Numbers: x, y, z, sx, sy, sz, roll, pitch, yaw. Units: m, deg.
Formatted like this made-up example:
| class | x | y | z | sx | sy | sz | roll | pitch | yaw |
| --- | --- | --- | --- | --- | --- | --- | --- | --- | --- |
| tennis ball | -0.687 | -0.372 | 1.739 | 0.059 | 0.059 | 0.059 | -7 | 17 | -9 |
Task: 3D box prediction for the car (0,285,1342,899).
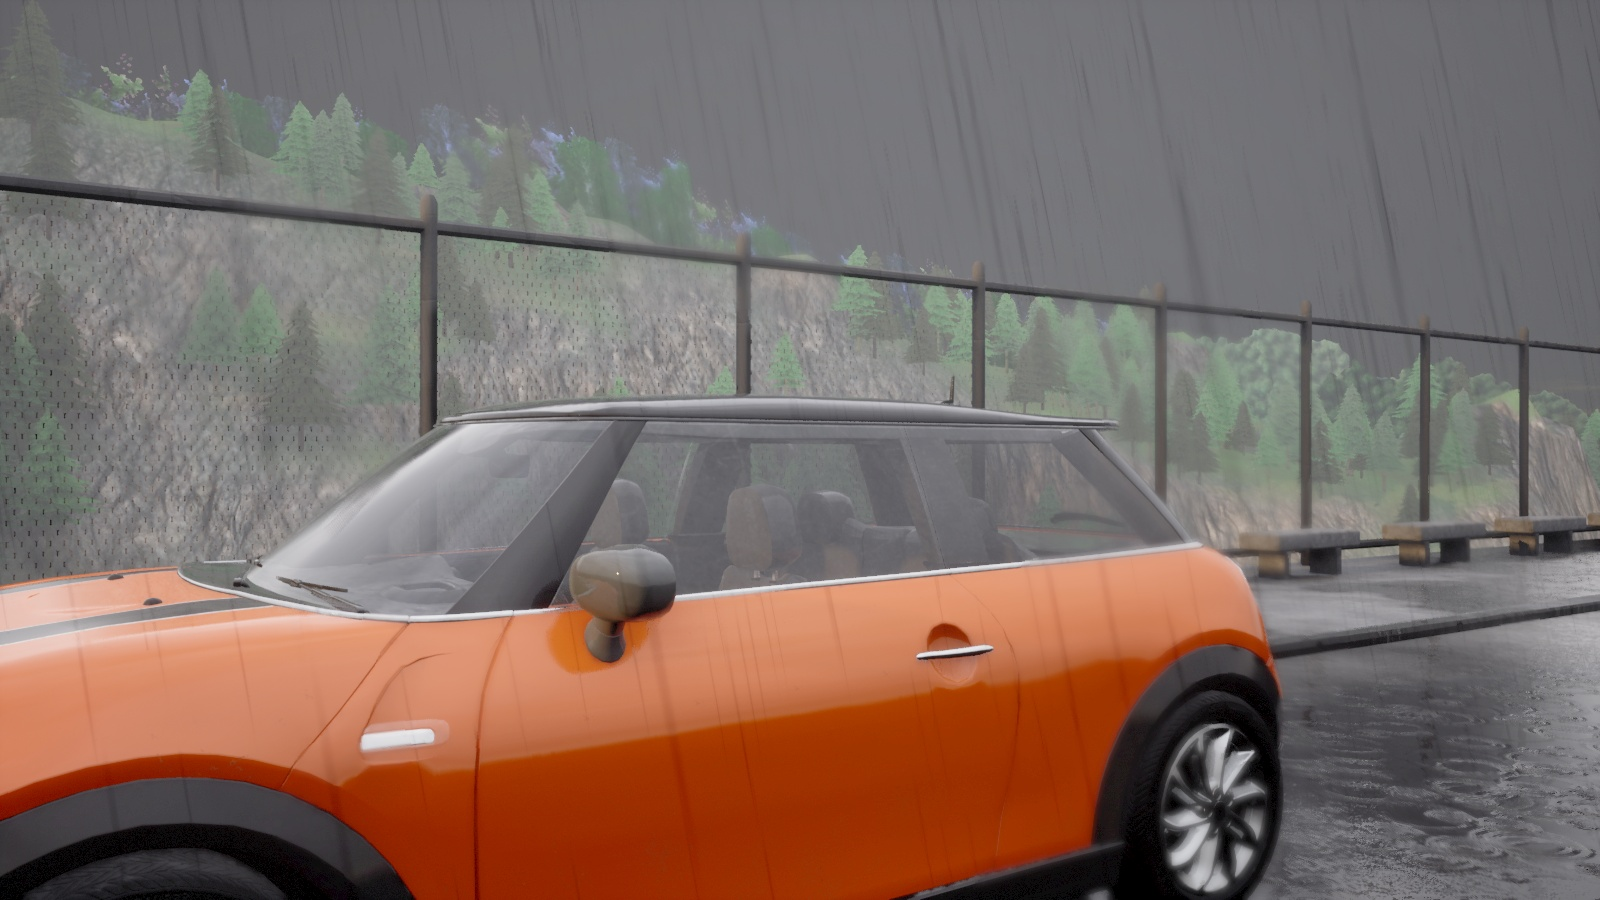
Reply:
| class | x | y | z | sx | sy | sz | roll | pitch | yaw |
| --- | --- | --- | --- | --- | --- | --- | --- | --- | --- |
| car | -0.624 | 0.614 | 3.835 | 4.553 | 1.767 | 2.097 | 0 | 0 | -35 |
